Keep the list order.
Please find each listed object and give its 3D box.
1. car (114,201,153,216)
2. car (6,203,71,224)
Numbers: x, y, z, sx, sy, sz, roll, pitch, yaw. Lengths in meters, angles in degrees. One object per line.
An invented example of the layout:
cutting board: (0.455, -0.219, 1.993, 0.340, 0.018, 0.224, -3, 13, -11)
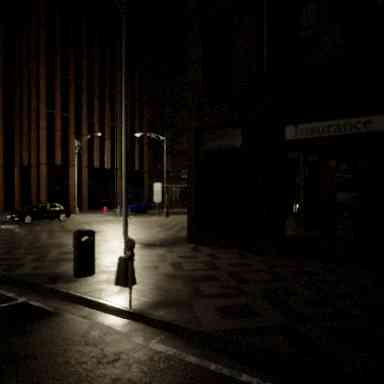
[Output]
car: (-6.011, 1.692, 34.751, 1.812, 1.442, 4.674, 0, 0, 35)
car: (-11.966, 1.634, 26.294, 1.837, 1.490, 4.892, 0, 0, 35)
